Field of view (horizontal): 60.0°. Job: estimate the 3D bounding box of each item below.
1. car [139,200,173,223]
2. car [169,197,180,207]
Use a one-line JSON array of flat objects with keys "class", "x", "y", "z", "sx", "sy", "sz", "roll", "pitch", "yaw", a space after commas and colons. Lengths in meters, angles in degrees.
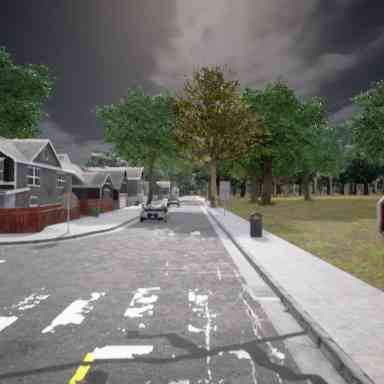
[{"class": "car", "x": -2.781, "y": 1.574, "z": 25.439, "sx": 1.994, "sy": 1.385, "sz": 4.181, "roll": 0, "pitch": 0, "yaw": 0}, {"class": "car", "x": -2.806, "y": 1.501, "z": 51.218, "sx": 2.033, "sy": 1.411, "sz": 5.357, "roll": 0, "pitch": 0, "yaw": 0}]
